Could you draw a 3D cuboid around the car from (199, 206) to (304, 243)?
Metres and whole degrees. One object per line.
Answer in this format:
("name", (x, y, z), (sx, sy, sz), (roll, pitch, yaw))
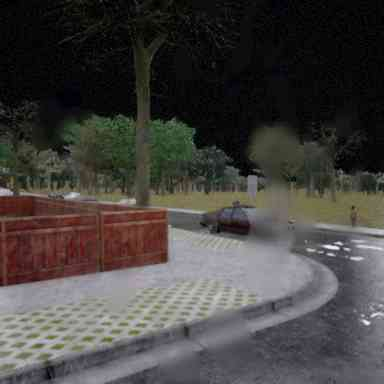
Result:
("car", (2.537, 1.396, 15.738), (2.033, 1.411, 5.357), (0, 1, -36))

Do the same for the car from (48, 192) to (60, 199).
("car", (-22.907, 0.688, 56.044), (1.895, 1.301, 4.718), (0, 1, -35))

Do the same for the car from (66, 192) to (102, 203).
("car", (-11.110, 1.034, 34.677), (2.033, 1.411, 5.357), (0, 1, -36))

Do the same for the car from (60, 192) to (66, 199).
("car", (-17.039, 0.775, 47.920), (1.812, 1.442, 4.674), (0, 1, -36))

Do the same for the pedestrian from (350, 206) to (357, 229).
("pedestrian", (8.487, 0.994, 17.518), (0.375, 1.860, 0.375), (1, 0, -36))

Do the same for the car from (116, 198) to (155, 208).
("car", (-4.395, 1.191, 25.362), (1.812, 1.442, 4.674), (0, 1, -36))
